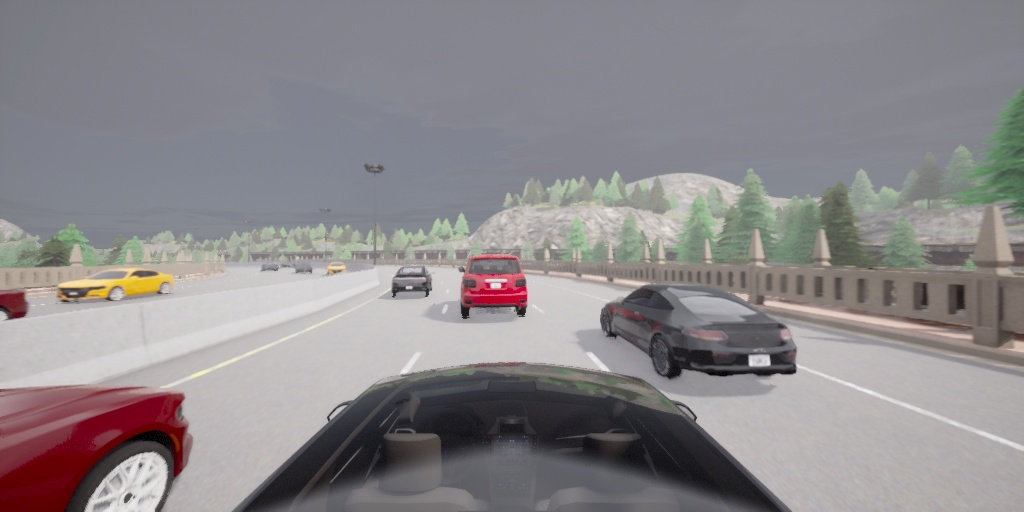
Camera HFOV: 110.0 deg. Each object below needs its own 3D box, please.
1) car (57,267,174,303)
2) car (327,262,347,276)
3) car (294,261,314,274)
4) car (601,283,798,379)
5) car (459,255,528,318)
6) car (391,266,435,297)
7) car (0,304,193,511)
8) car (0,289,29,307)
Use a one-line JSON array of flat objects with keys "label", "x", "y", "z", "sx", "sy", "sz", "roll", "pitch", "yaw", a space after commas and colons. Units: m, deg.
[{"label": "car", "x": -19.441, "y": 1.359, "z": 17.905, "sx": 1.882, "sy": 1.535, "sz": 5.008, "roll": 0, "pitch": 0, "yaw": -12}, {"label": "car", "x": -19.919, "y": 1.446, "z": 40.854, "sx": 1.882, "sy": 1.535, "sz": 5.008, "roll": 0, "pitch": -1, "yaw": -26}, {"label": "car", "x": -27.109, "y": 1.557, "z": 46.815, "sx": 1.837, "sy": 1.490, "sz": 4.892, "roll": 0, "pitch": 0, "yaw": -31}, {"label": "car", "x": 3.252, "y": 1.265, "z": 7.194, "sx": 1.812, "sy": 1.442, "sz": 4.674, "roll": 0, "pitch": 0, "yaw": -3}, {"label": "car", "x": -0.788, "y": 0.987, "z": 13.380, "sx": 2.150, "sy": 2.045, "sz": 5.566, "roll": 0, "pitch": 0, "yaw": -7}, {"label": "car", "x": -5.297, "y": 1.291, "z": 19.375, "sx": 2.128, "sy": 1.511, "sz": 4.902, "roll": 0, "pitch": 0, "yaw": -10}, {"label": "car", "x": -3.541, "y": 1.242, "z": 0.838, "sx": 1.882, "sy": 1.535, "sz": 5.008, "roll": 0, "pitch": 0, "yaw": 0}, {"label": "car", "x": -14.498, "y": 1.301, "z": 7.968, "sx": 1.882, "sy": 1.535, "sz": 5.008, "roll": 0, "pitch": 0, "yaw": -5}]
